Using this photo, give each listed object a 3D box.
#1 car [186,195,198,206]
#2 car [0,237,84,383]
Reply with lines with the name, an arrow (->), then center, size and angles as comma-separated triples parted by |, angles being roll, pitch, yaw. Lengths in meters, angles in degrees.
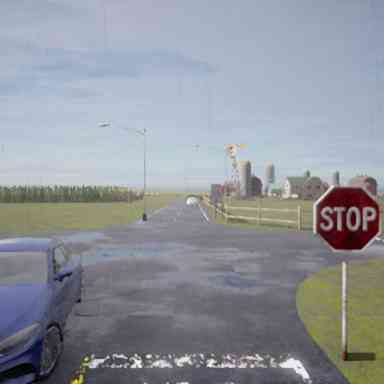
car -> 0.033, 1.706, 57.726 | 1.812, 1.442, 4.674 | 0, 0, 0
car -> -2.889, 1.541, 5.406 | 1.812, 1.442, 4.674 | 1, 0, -11
